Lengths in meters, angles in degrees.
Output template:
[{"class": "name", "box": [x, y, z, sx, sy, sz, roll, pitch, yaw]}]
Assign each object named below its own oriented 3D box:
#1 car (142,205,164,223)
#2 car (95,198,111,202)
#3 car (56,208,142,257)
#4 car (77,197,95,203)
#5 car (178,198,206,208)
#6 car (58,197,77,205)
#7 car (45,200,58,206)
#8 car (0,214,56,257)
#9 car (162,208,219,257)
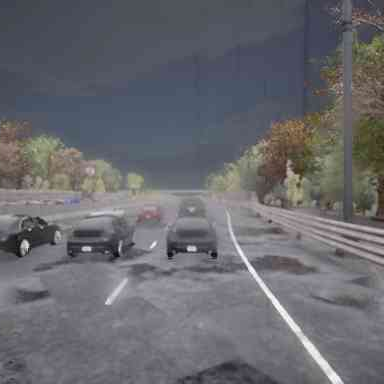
[{"class": "car", "box": [-3.479, 1.836, 28.889, 1.812, 1.442, 4.674, 0, 0, 1]}, {"class": "car", "box": [-17.517, 2.119, 67.421, 2.097, 1.767, 4.553, 0, -1, 0]}, {"class": "car", "box": [-3.479, 1.650, 13.490, 1.837, 1.490, 4.892, 0, 0, 1]}, {"class": "car", "box": [-21.017, 2.119, 67.421, 2.097, 1.767, 4.553, 0, -1, 0]}, {"class": "car", "box": [0.004, 1.521, 27.570, 2.150, 2.045, 5.566, 0, 0, 0]}, {"class": "car", "box": [-24.517, 1.988, 67.361, 2.150, 2.045, 5.566, 0, -1, 0]}, {"class": "car", "box": [-28.017, 2.289, 67.387, 2.128, 1.511, 4.902, 0, -1, 0]}, {"class": "car", "box": [-6.980, 1.650, 13.495, 1.837, 1.490, 4.892, 0, 0, 1]}, {"class": "car", "box": [0.020, 1.650, 13.493, 1.837, 1.490, 4.892, 0, 0, 1]}]
